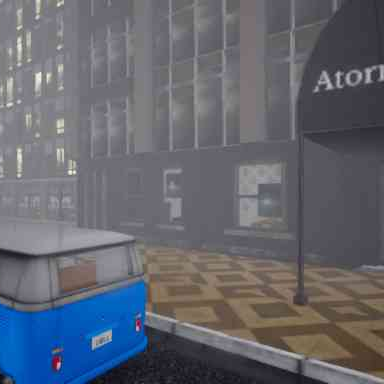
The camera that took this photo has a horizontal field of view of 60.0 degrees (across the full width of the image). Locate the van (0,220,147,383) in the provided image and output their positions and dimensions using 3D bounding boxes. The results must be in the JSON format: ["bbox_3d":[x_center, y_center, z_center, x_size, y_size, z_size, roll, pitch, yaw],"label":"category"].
[{"bbox_3d":[-2.467,1.341,4.634,3.998,1.788,1.690,0,0,35],"label":"van"}]
